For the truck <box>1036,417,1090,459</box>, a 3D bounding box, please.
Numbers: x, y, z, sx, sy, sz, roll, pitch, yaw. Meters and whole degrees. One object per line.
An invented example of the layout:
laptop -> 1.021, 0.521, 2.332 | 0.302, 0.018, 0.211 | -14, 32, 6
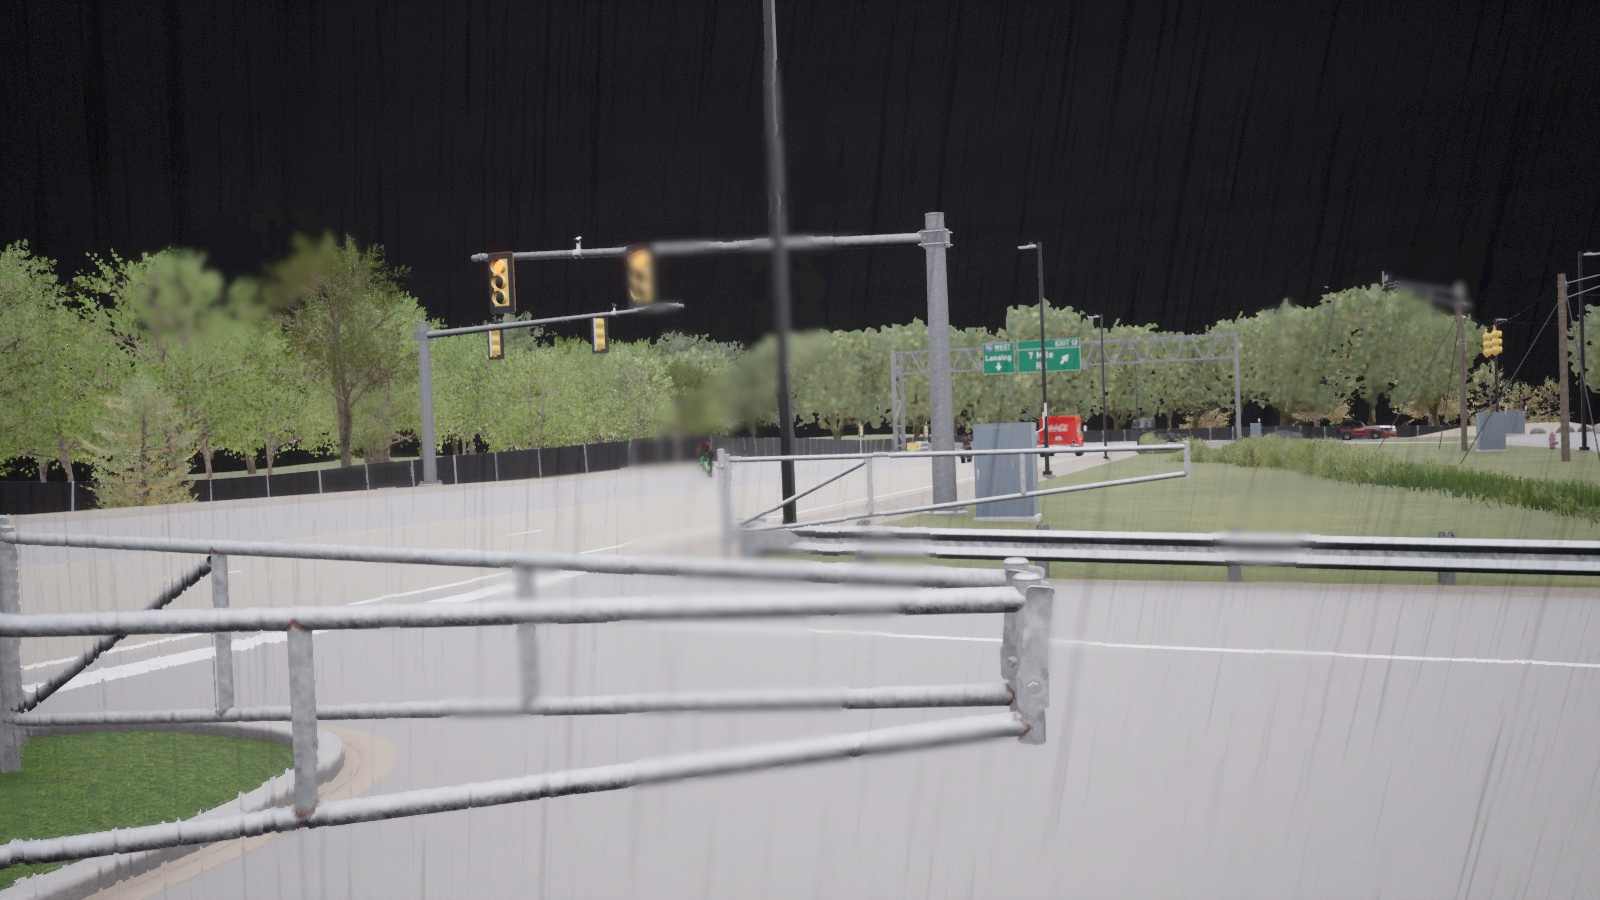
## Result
truck -> 16.193, -0.726, 77.206 | 2.627, 2.467, 5.204 | -1, 0, 18
